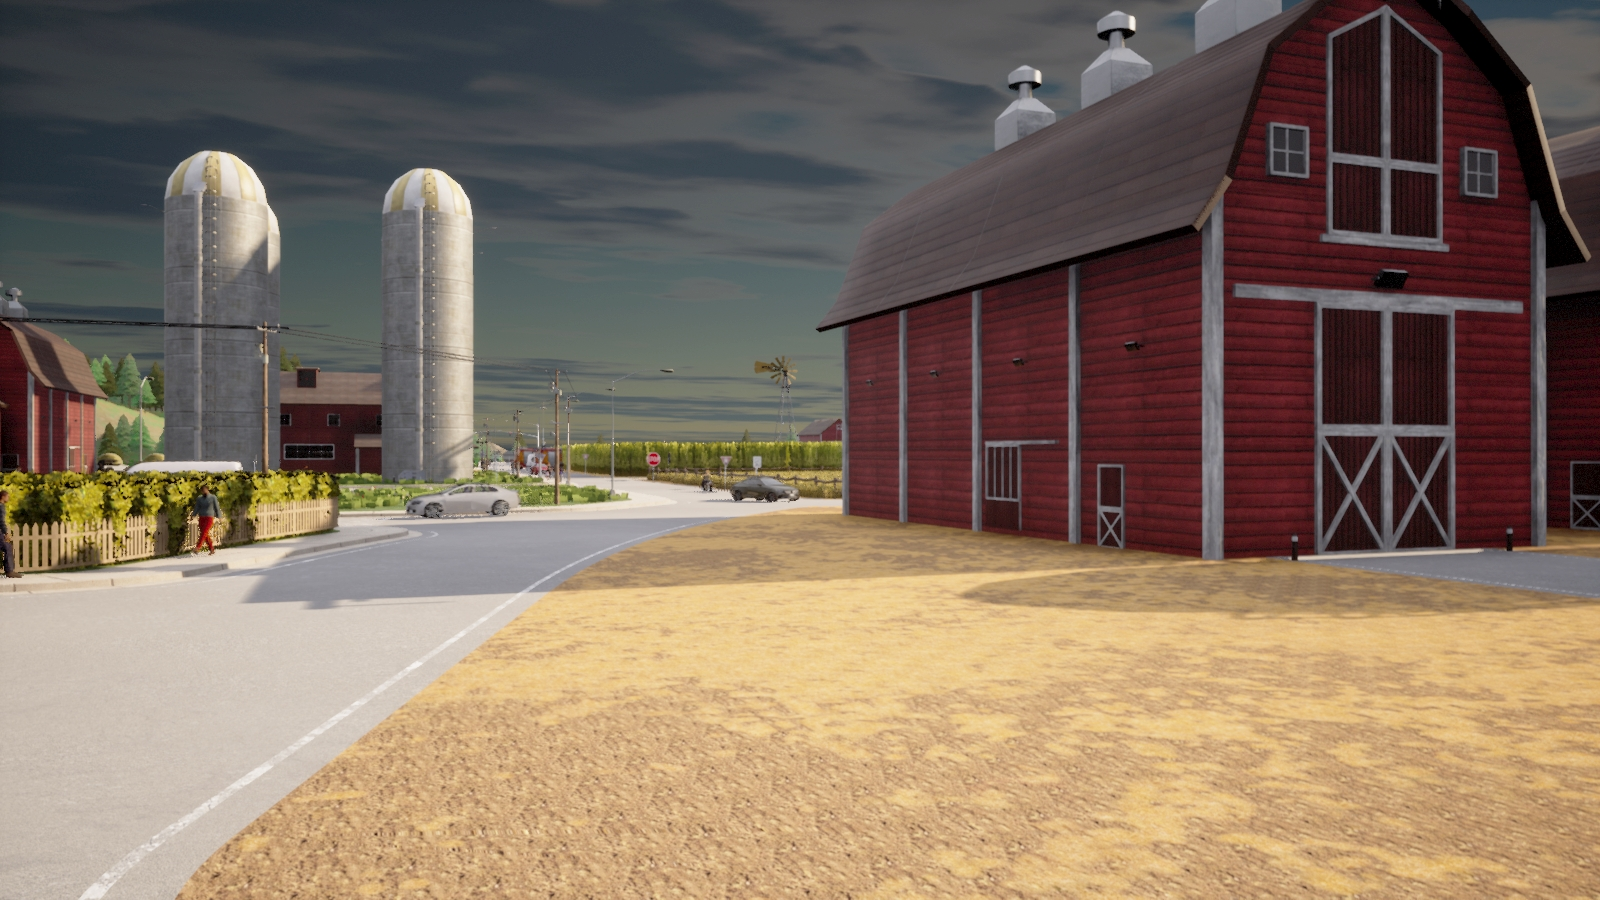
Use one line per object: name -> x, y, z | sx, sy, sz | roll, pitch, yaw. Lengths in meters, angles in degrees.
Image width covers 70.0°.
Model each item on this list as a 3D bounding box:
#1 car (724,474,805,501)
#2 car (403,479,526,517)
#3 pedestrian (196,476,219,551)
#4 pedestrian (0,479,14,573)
car -> -2.092, 2.150, 66.200 | 4.674, 1.442, 2.002 | 0, 0, 45
car -> -14.870, 2.097, 50.700 | 4.902, 1.511, 2.128 | -1, 0, -26
pedestrian -> -14.855, 1.598, 28.655 | 0.375, 1.860, 0.375 | 0, 0, 3
pedestrian -> -16.008, 1.519, 22.906 | 0.375, 1.860, 0.375 | 0, 0, -41
